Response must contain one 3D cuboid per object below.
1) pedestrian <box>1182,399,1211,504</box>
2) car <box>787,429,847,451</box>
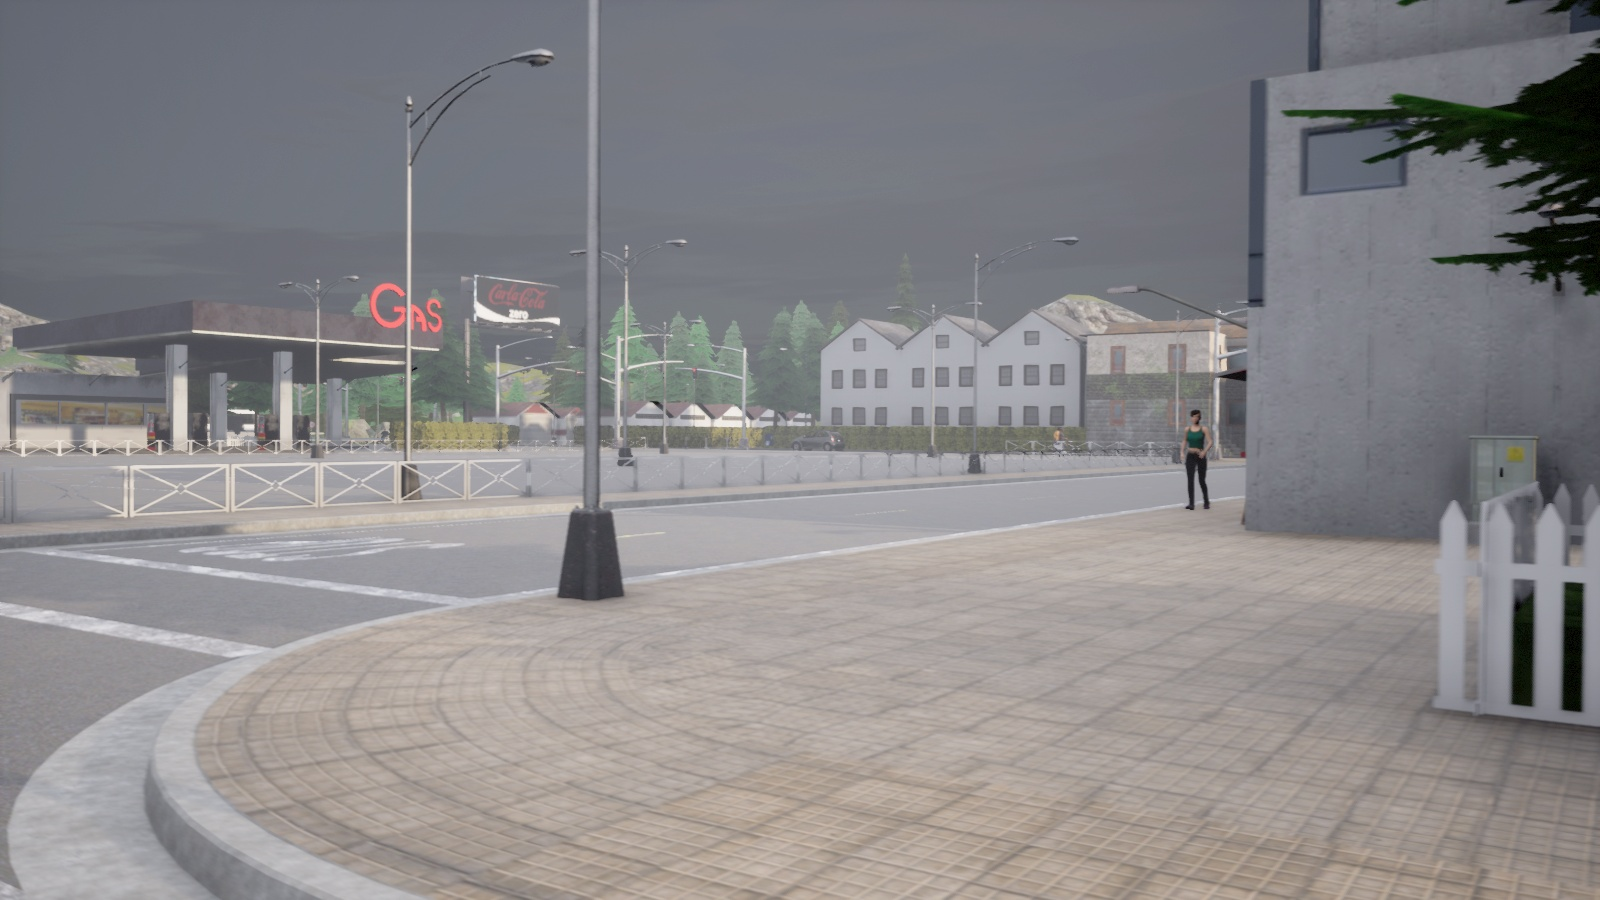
[{"bbox_3d":[7.090,0.021,22.435,0.345,1.836,0.594,0,1,31],"label":"pedestrian"},{"bbox_3d":[1.259,-0.728,91.479,3.988,1.617,1.851,0,1,34],"label":"car"}]
